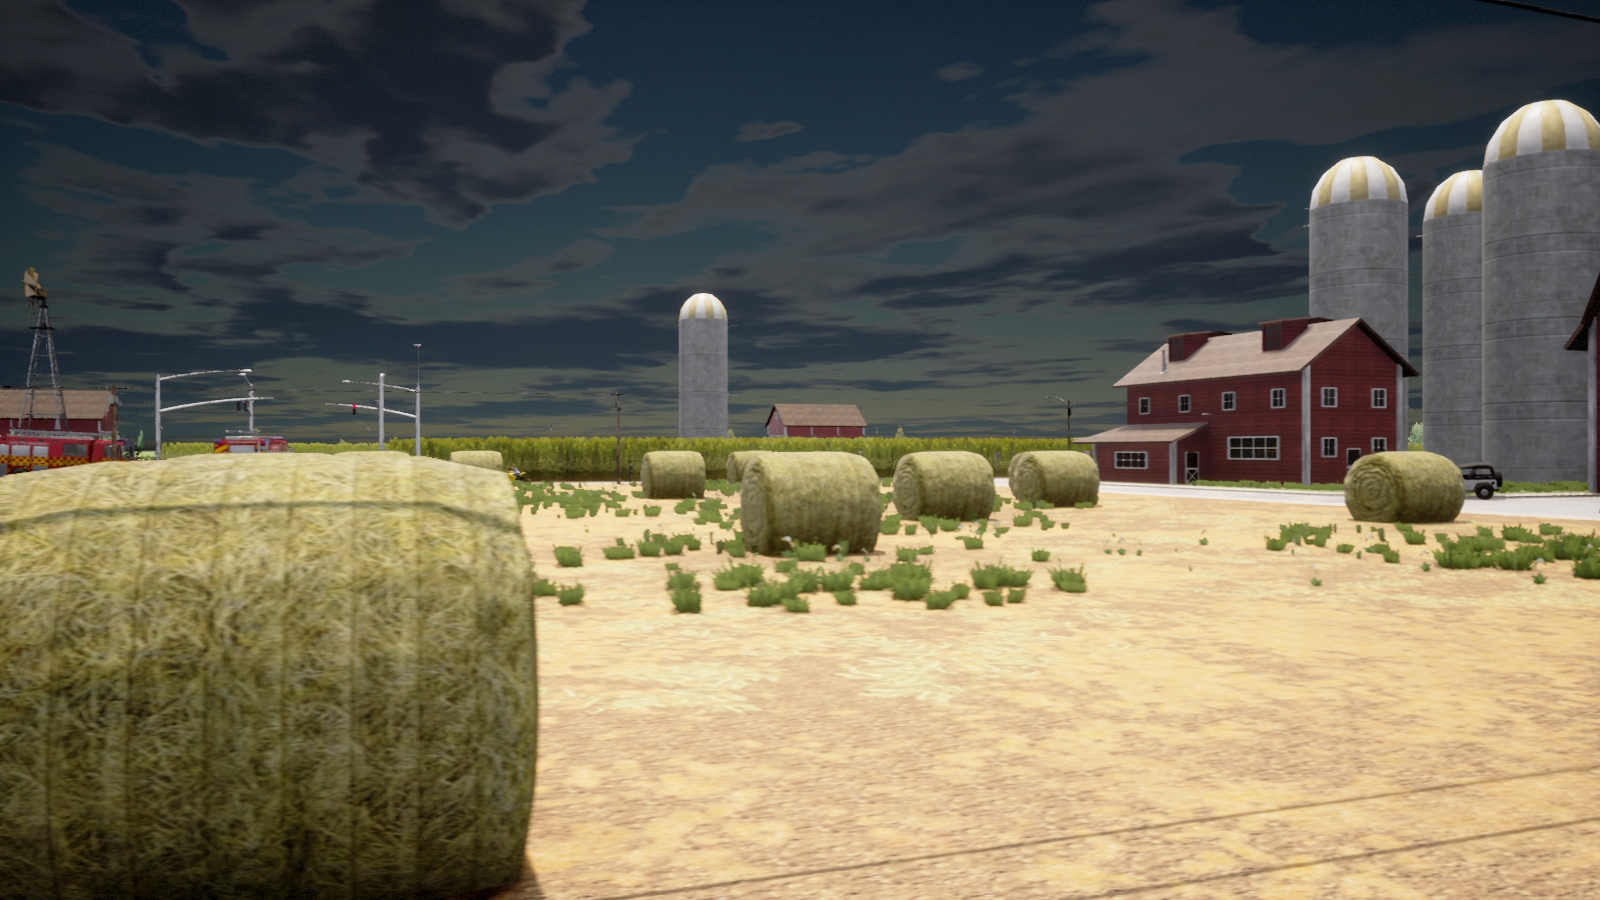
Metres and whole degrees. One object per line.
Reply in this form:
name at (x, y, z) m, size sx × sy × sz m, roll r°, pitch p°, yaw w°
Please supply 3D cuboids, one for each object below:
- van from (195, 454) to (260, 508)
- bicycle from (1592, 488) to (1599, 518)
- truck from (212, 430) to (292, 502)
van at (-28.714, 1.500, 57.450) m, size 1.988 × 2.561 × 5.915 m, roll 0°, pitch 0°, yaw -17°
bicycle at (33.256, 2.174, 46.464) m, size 0.859 × 1.176 × 1.487 m, roll 0°, pitch 0°, yaw -21°
truck at (-31.183, 0.857, 65.359) m, size 2.891 × 3.827 × 8.468 m, roll 0°, pitch 0°, yaw -17°
